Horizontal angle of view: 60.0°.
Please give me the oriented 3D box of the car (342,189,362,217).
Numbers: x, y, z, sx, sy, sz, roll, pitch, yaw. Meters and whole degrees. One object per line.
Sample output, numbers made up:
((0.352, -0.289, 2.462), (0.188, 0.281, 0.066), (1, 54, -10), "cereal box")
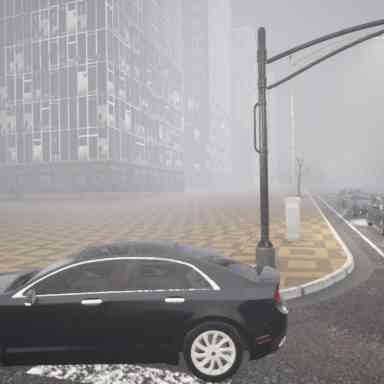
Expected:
((10.921, 0.759, 20.780), (1.994, 1.385, 4.181), (-1, 2, 17), "car")

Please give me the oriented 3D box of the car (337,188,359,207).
((12.886, 0.454, 26.854), (2.128, 1.511, 4.902), (-1, 2, 18), "car")

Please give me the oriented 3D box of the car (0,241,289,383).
((-1.142, 1.505, 4.792), (4.892, 1.490, 1.837), (0, 0, 0), "car")

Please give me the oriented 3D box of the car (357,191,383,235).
((8.902, 0.928, 14.476), (2.128, 1.511, 4.902), (-1, 2, 18), "car")
